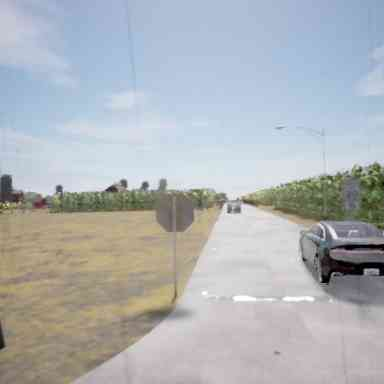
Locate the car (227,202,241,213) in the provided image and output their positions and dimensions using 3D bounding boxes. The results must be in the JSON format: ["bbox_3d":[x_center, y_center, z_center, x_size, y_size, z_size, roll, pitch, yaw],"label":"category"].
[{"bbox_3d":[5.988,2.131,47.316,2.128,1.511,4.902,-1,-1,6],"label":"car"}]

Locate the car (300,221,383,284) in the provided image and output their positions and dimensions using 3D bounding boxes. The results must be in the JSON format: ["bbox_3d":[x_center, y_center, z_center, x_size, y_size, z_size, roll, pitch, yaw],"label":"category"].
[{"bbox_3d":[4.348,1.578,9.687,2.128,1.511,4.902,-1,-1,10],"label":"car"}]
